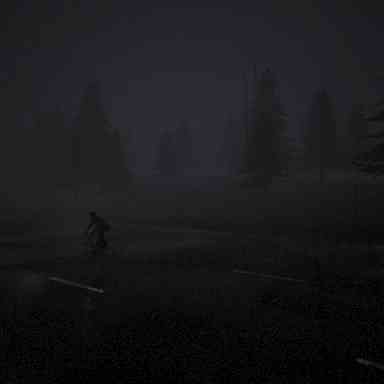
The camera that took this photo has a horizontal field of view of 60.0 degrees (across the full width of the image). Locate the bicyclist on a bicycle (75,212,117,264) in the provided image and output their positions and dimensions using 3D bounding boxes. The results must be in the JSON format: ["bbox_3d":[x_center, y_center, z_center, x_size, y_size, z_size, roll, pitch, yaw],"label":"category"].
[{"bbox_3d":[-3.110,1.454,10.889,0.582,1.620,1.656,0,1,36],"label":"bicyclist on a bicycle"}]
